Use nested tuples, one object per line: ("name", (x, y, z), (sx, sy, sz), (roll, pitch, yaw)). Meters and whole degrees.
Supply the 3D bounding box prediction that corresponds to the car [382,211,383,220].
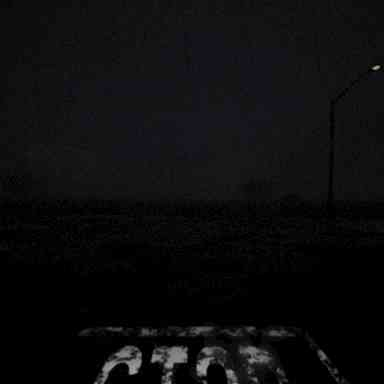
("car", (16.522, 1.523, 24.129), (5.008, 1.535, 1.882), (0, 1, 0))
